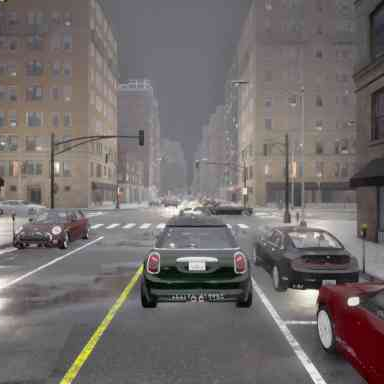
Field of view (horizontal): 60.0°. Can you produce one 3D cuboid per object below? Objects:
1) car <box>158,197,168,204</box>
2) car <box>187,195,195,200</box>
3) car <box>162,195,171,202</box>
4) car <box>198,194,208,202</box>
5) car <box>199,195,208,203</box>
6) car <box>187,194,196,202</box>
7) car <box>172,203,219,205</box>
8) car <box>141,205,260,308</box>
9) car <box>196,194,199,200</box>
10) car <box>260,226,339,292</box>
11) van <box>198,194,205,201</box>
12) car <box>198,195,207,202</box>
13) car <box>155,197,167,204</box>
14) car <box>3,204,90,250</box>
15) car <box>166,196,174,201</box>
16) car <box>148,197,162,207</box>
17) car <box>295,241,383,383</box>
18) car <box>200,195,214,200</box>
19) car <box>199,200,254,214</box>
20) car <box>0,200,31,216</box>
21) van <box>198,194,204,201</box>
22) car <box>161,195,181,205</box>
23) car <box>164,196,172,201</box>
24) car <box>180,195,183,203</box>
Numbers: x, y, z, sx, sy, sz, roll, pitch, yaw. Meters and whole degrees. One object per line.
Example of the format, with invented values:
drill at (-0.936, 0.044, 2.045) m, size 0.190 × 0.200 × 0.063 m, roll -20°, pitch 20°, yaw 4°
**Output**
car at (-5.968, 1.665, 69.095) m, size 1.802 × 1.307 × 4.206 m, roll 0°, pitch 0°, yaw 0°
car at (-0.259, 1.542, 90.105) m, size 1.994 × 1.385 × 4.181 m, roll 0°, pitch 0°, yaw 0°
car at (-6.043, 1.558, 80.111) m, size 1.967 × 1.590 × 4.097 m, roll 0°, pitch 0°, yaw 0°
car at (2.595, 1.594, 63.811) m, size 1.752 × 1.417 × 4.829 m, roll 0°, pitch 0°, yaw 0°
car at (2.520, 1.540, 74.656) m, size 1.967 × 1.590 × 4.097 m, roll 0°, pitch 0°, yaw 0°
car at (-0.189, 1.706, 80.130) m, size 1.895 × 1.301 × 4.718 m, roll 0°, pitch 0°, yaw 0°
car at (0.137, 1.497, 15.400) m, size 2.128 × 1.511 × 4.902 m, roll 0°, pitch 0°, yaw 0°
car at (0.069, 1.354, 8.097) m, size 2.097 × 1.767 × 4.553 m, roll 0°, pitch 0°, yaw -1°
car at (2.559, 1.398, 69.148) m, size 2.192 × 1.841 × 5.009 m, roll 0°, pitch 0°, yaw 0°
car at (2.697, 1.553, 8.700) m, size 2.008 × 1.369 × 4.403 m, roll 0°, pitch 0°, yaw 0°
van at (2.444, 1.480, 85.670) m, size 1.690 × 1.788 × 3.998 m, roll 0°, pitch 0°, yaw 0°
car at (2.482, 1.559, 80.162) m, size 1.967 × 1.590 × 4.097 m, roll 0°, pitch 0°, yaw 0°
car at (-5.929, 1.613, 63.587) m, size 1.887 × 1.381 × 4.507 m, roll 0°, pitch 0°, yaw 0°
car at (-5.815, 1.445, 14.209) m, size 1.967 × 1.590 × 4.097 m, roll 0°, pitch 0°, yaw 0°
car at (-6.121, 1.727, 91.127) m, size 1.947 × 1.339 × 4.313 m, roll 0°, pitch 0°, yaw 0°
car at (-5.852, 1.595, 52.571) m, size 2.008 × 1.369 × 4.403 m, roll 0°, pitch 0°, yaw 0°
car at (2.683, 1.545, 3.209) m, size 1.887 × 1.381 × 4.507 m, roll 0°, pitch 0°, yaw 0°
car at (2.673, 1.590, 52.627) m, size 1.887 × 1.381 × 4.507 m, roll 0°, pitch 0°, yaw 0°
car at (3.210, 1.601, 30.306) m, size 4.718 × 1.301 × 1.895 m, roll 0°, pitch 0°, yaw 0°
car at (-15.646, 1.459, 30.251) m, size 4.674 × 1.442 × 1.812 m, roll 0°, pitch 0°, yaw 0°
van at (2.405, 1.503, 91.176) m, size 1.690 × 1.788 × 3.998 m, roll 0°, pitch 0°, yaw 0°
car at (-3.073, 1.588, 50.245) m, size 2.033 × 1.411 × 5.357 m, roll 0°, pitch 0°, yaw -1°
car at (-6.082, 1.720, 85.619) m, size 1.802 × 1.307 × 4.206 m, roll 0°, pitch 0°, yaw 0°
car at (-3.125, 1.661, 60.063) m, size 1.895 × 1.301 × 4.718 m, roll 0°, pitch 0°, yaw 0°
